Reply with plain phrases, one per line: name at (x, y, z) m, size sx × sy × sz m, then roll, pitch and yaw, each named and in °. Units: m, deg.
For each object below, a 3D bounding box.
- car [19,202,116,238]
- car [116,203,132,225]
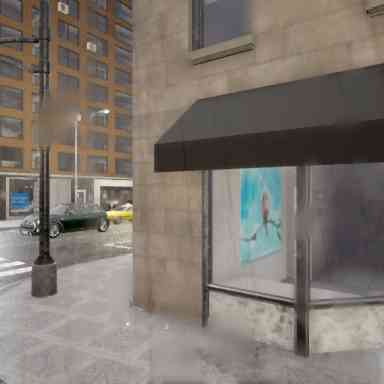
car at (-6.709, 1.366, 17.871) m, size 2.097 × 1.767 × 4.553 m, roll 0°, pitch 0°, yaw 36°
car at (-4.907, 1.548, 24.696) m, size 1.752 × 1.417 × 4.829 m, roll 0°, pitch 0°, yaw 36°
